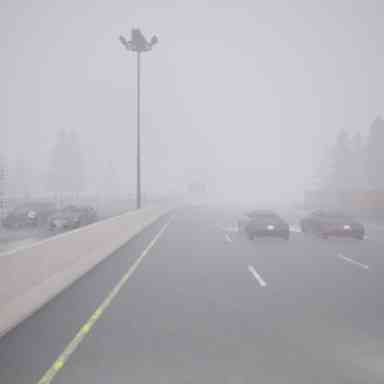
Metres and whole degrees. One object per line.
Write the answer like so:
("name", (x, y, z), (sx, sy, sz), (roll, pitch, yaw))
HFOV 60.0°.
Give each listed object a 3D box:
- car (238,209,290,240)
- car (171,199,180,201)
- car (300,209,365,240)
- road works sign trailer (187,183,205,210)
("car", (3.598, 1.588, 17.210), (1.994, 1.385, 4.181), (0, 0, 0))
("car", (-2.787, 1.438, 61.682), (2.097, 1.767, 4.553), (0, 0, 17))
("car", (7.099, 1.588, 17.278), (1.994, 1.385, 4.181), (0, 0, 0))
("road works sign trailer", (0.682, 0.527, 45.225), (2.380, 3.560, 2.880), (0, 0, 10))
